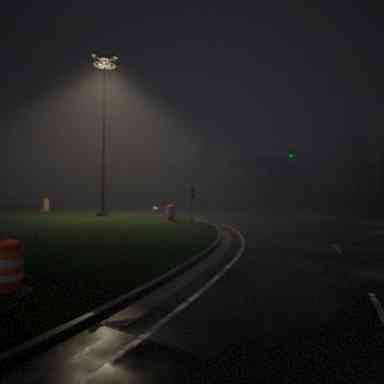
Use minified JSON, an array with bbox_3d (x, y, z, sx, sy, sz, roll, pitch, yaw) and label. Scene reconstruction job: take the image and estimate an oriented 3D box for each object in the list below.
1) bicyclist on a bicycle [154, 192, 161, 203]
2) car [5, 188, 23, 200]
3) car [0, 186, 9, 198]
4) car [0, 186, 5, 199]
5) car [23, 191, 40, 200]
[{"bbox_3d":[-4.888,0.831,47.492,0.582,1.620,1.656,1,1,31],"label":"bicyclist on a bicycle"},{"bbox_3d":[-29.979,0.592,53.939,4.674,1.442,1.812,1,1,32],"label":"car"},{"bbox_3d":[-36.959,-0.057,62.212,5.566,2.045,2.150,1,1,31],"label":"car"},{"bbox_3d":[-31.465,0.290,50.751,5.566,2.045,2.150,1,1,34],"label":"car"},{"bbox_3d":[-28.070,0.552,56.872,5.008,1.535,1.882,1,1,32],"label":"car"}]
